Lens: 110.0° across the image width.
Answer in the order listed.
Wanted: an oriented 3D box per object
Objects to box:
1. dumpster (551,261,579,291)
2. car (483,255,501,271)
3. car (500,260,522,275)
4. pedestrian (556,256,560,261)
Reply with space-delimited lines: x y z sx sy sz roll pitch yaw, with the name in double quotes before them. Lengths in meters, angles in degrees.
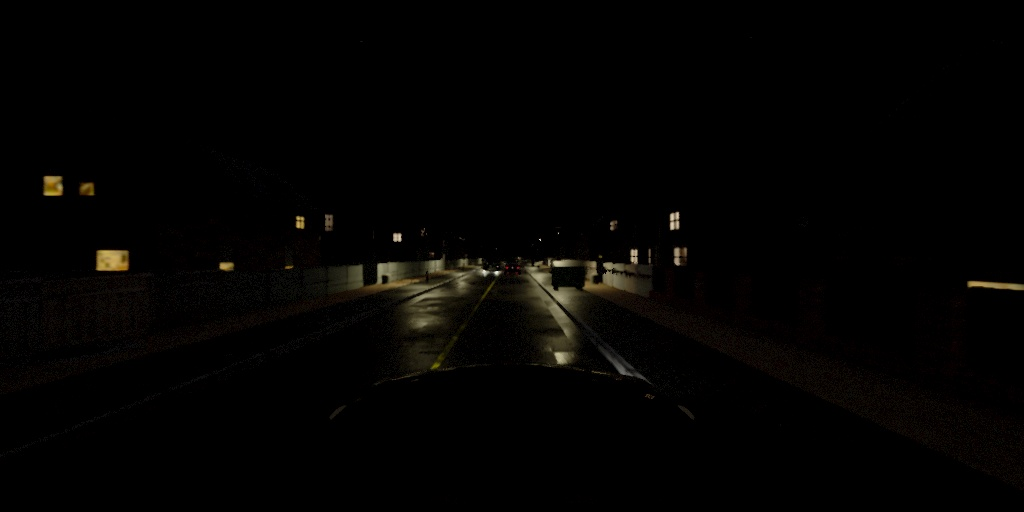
"dumpster" 3.004 1.133 20.471 1.020 1.700 1.940 0 0 0
"car" -2.772 0.932 49.934 2.150 2.045 5.566 0 0 1
"car" 0.061 1.268 39.040 2.033 1.411 5.357 0 0 0
"pedestrian" 2.893 0.878 21.920 0.375 1.860 0.375 0 0 -6
